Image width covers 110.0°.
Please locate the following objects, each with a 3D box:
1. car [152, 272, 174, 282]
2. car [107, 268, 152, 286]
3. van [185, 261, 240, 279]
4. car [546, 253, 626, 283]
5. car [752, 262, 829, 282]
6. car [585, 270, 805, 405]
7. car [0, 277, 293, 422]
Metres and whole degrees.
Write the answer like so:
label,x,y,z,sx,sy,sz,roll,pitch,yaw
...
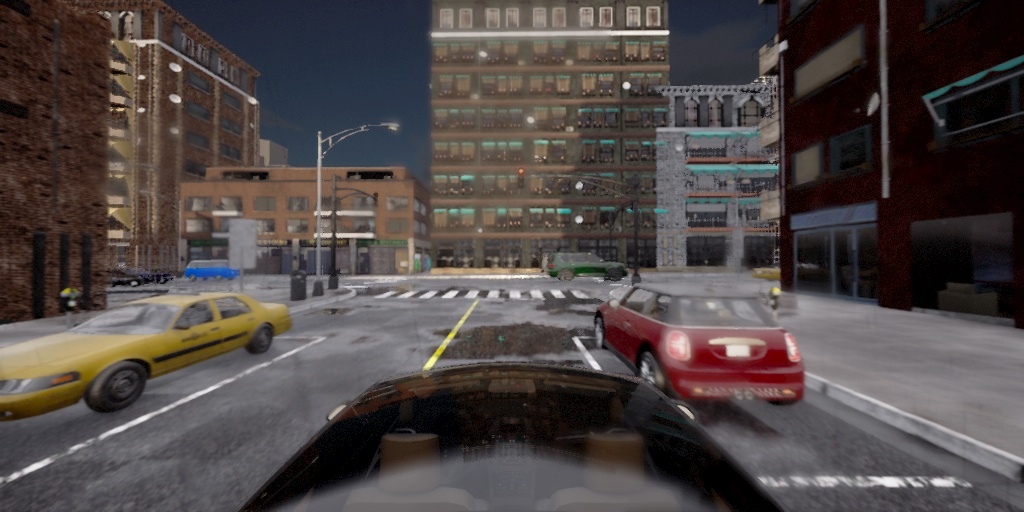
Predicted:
label,x,y,z,sx,sy,sz,roll,pitch,yaw
car,-27.129,1.471,25.535,4.718,1.301,1.895,-1,-1,1
car,-26.187,1.389,22.823,4.313,1.339,1.948,0,0,1
van,-26.063,1.276,31.201,3.998,1.789,1.690,0,0,1
car,5.174,0.806,25.072,5.566,2.045,2.150,0,-1,1
car,17.653,0.944,22.186,4.829,1.417,1.751,0,0,1
car,2.738,1.171,6.306,1.967,1.591,4.097,0,0,0
car,-5.827,1.257,6.081,1.751,1.417,4.829,0,0,0
